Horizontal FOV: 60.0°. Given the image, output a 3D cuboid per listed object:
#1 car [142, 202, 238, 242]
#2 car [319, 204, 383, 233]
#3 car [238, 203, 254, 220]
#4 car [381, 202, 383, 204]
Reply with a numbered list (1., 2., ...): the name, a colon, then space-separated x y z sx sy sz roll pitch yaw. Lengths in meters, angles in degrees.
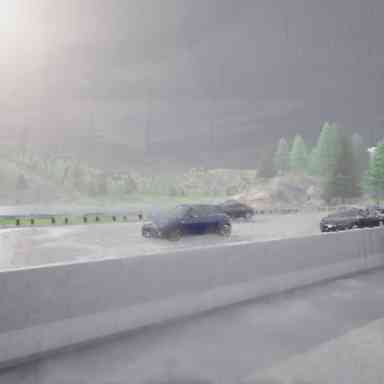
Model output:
1. car: -0.220 1.417 16.748 4.553 1.767 2.097 0 0 -36
2. car: 9.381 1.623 19.321 4.892 1.490 1.837 0 0 -35
3. car: 3.052 1.627 27.698 4.892 1.490 1.837 0 0 -35
4. car: 21.933 1.792 36.892 5.357 1.411 2.033 0 0 -35
